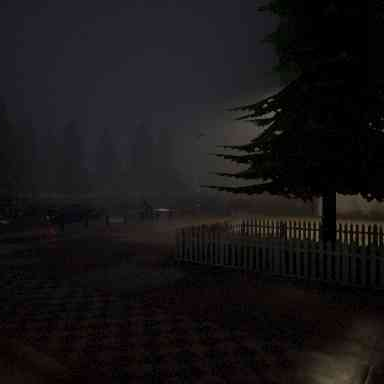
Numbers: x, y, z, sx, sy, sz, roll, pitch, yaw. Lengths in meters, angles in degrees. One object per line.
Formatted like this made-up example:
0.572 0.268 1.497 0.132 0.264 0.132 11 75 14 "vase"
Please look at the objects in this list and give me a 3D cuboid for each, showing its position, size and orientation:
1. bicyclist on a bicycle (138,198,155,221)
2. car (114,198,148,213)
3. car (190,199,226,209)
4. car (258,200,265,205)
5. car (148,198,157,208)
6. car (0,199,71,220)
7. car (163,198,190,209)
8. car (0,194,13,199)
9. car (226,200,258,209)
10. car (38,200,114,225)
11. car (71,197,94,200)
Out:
-3.355 1.302 24.352 1.656 1.620 0.582 0 0 35 "bicyclist on a bicycle"
-7.817 1.547 37.015 2.033 1.411 5.357 0 0 35 "car"
2.232 1.504 44.750 1.837 1.490 4.892 0 0 35 "car"
10.924 1.564 56.952 1.994 1.385 4.181 0 0 35 "car"
-6.605 1.526 44.741 1.812 1.442 4.674 0 0 36 "car"
-13.661 1.547 28.817 2.033 1.411 5.357 0 0 35 "car"
-1.650 1.547 45.645 2.033 1.411 5.357 0 0 36 "car"
-18.148 1.222 28.551 2.150 2.045 5.566 0 0 35 "car"
6.468 1.547 44.666 2.033 1.411 5.357 0 0 35 "car"
-8.245 1.525 24.041 1.812 1.442 4.674 0 0 35 "car"
-12.549 1.352 36.406 2.097 1.767 4.553 0 0 36 "car"
